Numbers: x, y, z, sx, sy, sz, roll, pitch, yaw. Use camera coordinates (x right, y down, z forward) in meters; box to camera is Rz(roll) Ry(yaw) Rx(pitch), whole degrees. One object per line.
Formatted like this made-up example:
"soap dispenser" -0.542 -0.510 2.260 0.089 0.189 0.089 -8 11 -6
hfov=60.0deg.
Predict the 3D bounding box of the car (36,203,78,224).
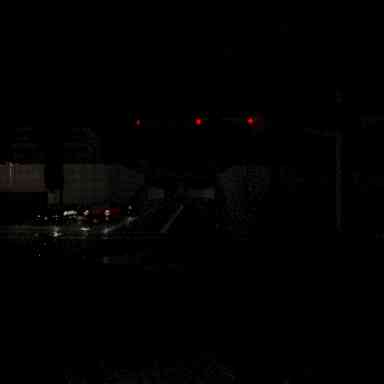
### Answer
"car" -10.559 1.694 26.461 1.837 1.490 4.892 0 0 0

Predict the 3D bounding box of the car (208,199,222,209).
"car" 3.551 1.821 51.508 2.128 1.511 4.902 0 0 0

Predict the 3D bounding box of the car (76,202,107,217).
"car" -10.573 1.808 35.366 1.994 1.385 4.181 0 0 0

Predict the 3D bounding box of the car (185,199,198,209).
"car" -0.050 1.844 52.431 1.837 1.490 4.892 0 0 0

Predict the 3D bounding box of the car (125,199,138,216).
"car" -7.075 1.593 35.399 2.097 1.767 4.553 0 0 0

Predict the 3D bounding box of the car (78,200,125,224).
"car" -7.064 1.538 26.556 2.097 1.767 4.553 0 0 0
